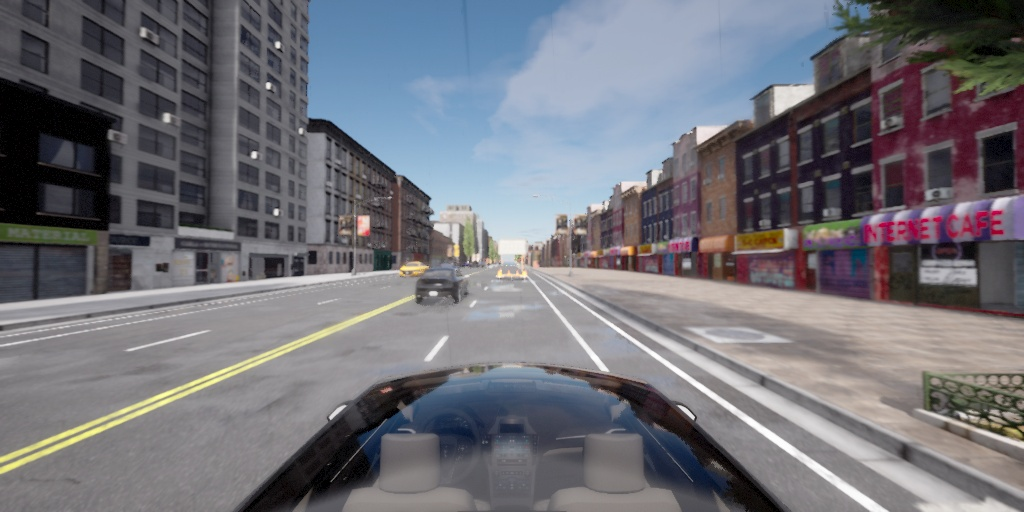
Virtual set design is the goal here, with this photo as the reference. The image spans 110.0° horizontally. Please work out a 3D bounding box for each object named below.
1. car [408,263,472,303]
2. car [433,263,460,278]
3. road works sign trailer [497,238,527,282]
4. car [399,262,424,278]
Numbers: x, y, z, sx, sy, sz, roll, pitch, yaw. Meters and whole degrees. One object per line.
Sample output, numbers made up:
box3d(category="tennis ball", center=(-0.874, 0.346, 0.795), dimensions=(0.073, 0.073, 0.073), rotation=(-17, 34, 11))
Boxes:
box3d(category="car", center=(-3.149, 1.270, 16.792), dimensions=(1.837, 1.490, 4.892), rotation=(0, 0, 0))
box3d(category="car", center=(-6.582, 1.434, 36.630), dimensions=(1.994, 1.385, 4.181), rotation=(0, -1, 0))
box3d(category="road works sign trailer", center=(0.006, 0.281, 29.940), dimensions=(2.380, 3.560, 2.880), rotation=(0, 0, 0))
box3d(category="car", center=(-9.834, 1.344, 36.140), dimensions=(1.882, 1.535, 5.008), rotation=(0, 0, 0))
